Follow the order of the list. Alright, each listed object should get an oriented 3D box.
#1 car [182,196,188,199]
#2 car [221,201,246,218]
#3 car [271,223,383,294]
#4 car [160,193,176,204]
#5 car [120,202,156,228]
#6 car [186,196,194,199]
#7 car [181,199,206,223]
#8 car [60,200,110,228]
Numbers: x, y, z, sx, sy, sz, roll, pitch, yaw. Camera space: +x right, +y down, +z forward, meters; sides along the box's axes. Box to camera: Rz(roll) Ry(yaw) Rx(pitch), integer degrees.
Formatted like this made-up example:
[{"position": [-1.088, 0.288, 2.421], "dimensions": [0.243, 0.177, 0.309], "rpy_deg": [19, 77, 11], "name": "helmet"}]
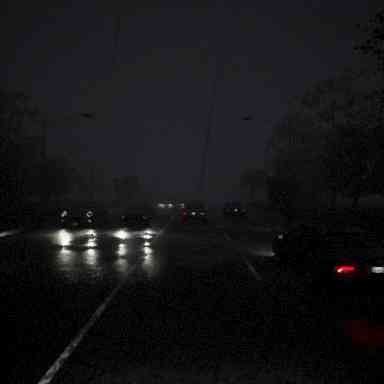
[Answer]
[{"position": [-0.778, 1.522, 64.542], "dimensions": [1.837, 1.490, 4.892], "rpy_deg": [0, 0, 10], "name": "car"}, {"position": [3.690, 1.559, 30.170], "dimensions": [2.033, 1.411, 5.357], "rpy_deg": [0, 0, 1], "name": "car"}, {"position": [3.599, 1.550, 8.919], "dimensions": [2.033, 1.411, 5.357], "rpy_deg": [0, 0, 0], "name": "car"}, {"position": [-4.546, 1.239, 63.225], "dimensions": [2.150, 2.045, 5.566], "rpy_deg": [0, 0, 9], "name": "car"}, {"position": [-3.568, 1.485, 22.659], "dimensions": [1.882, 1.535, 5.008], "rpy_deg": [0, 0, 0], "name": "car"}, {"position": [0.645, 1.580, 42.975], "dimensions": [1.994, 1.385, 4.181], "rpy_deg": [0, 0, 3], "name": "car"}, {"position": [0.138, 1.557, 25.747], "dimensions": [2.033, 1.411, 5.357], "rpy_deg": [0, 0, 0], "name": "car"}, {"position": [-7.066, 1.360, 22.342], "dimensions": [2.097, 1.767, 4.553], "rpy_deg": [0, 0, 0], "name": "car"}]
